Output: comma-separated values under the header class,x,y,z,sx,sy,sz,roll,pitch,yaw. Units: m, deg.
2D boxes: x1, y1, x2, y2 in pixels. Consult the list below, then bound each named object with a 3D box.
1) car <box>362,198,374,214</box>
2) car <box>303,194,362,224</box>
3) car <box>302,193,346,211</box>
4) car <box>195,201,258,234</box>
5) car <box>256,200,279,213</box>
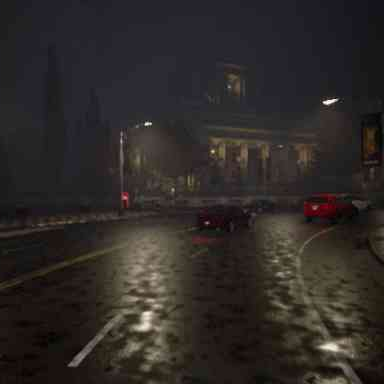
class,x,y,z,sx,sy,sz,roll,pitch,yaw
car,15.555,1.191,32.949,5.566,2.045,2.150,0,0,-30
car,10.278,1.201,24.595,5.566,2.045,2.150,0,0,-45
car,14.530,1.042,36.651,4.553,1.767,2.097,0,0,-29
car,2.000,1.466,19.446,1.882,1.535,5.008,0,0,29
car,7.489,1.540,36.057,4.181,1.385,1.994,0,0,-37
